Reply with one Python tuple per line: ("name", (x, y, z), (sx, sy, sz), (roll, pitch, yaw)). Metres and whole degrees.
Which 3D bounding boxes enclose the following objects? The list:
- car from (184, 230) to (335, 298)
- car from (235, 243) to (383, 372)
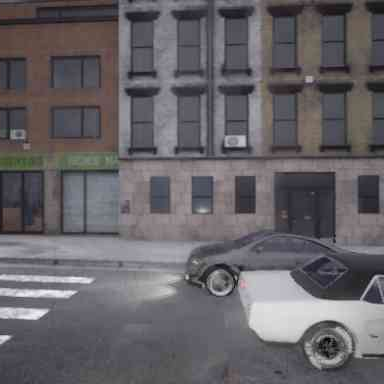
("car", (1.910, 1.624, 8.009), (4.181, 1.385, 1.994), (1, 0, 4))
("car", (3.127, 1.658, 4.979), (4.718, 1.301, 1.895), (1, -1, 4))
